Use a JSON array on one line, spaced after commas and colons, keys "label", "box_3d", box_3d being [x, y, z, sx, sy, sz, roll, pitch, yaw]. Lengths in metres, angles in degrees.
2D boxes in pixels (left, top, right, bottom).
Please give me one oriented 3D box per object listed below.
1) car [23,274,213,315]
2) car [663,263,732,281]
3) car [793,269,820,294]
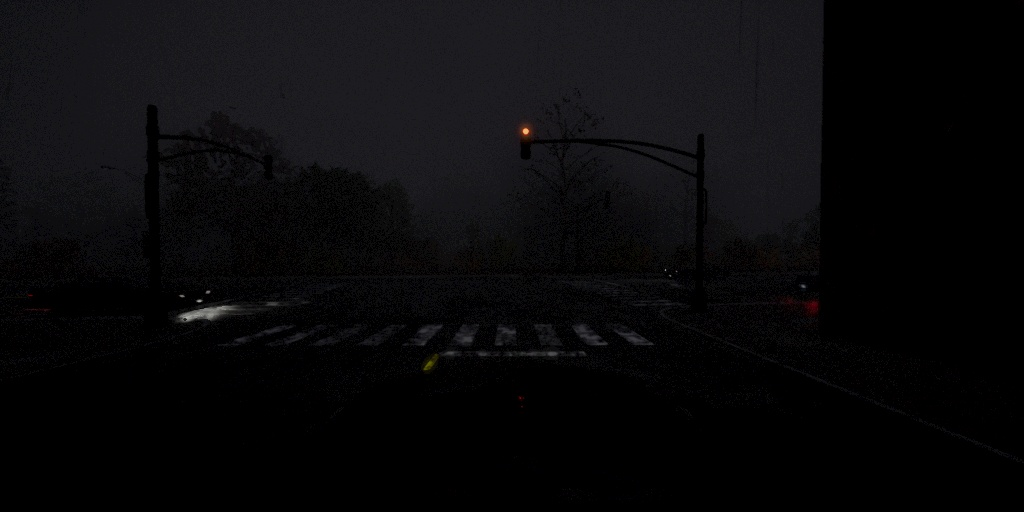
[{"label": "car", "box_3d": [-15.174, 1.423, 14.048, 5.357, 1.411, 2.033, 0, 1, -7]}, {"label": "car", "box_3d": [14.413, 1.210, 28.042, 4.718, 1.301, 1.895, 0, 1, -9]}, {"label": "car", "box_3d": [17.004, 1.319, 18.471, 4.674, 1.442, 1.812, 0, 1, -9]}]
